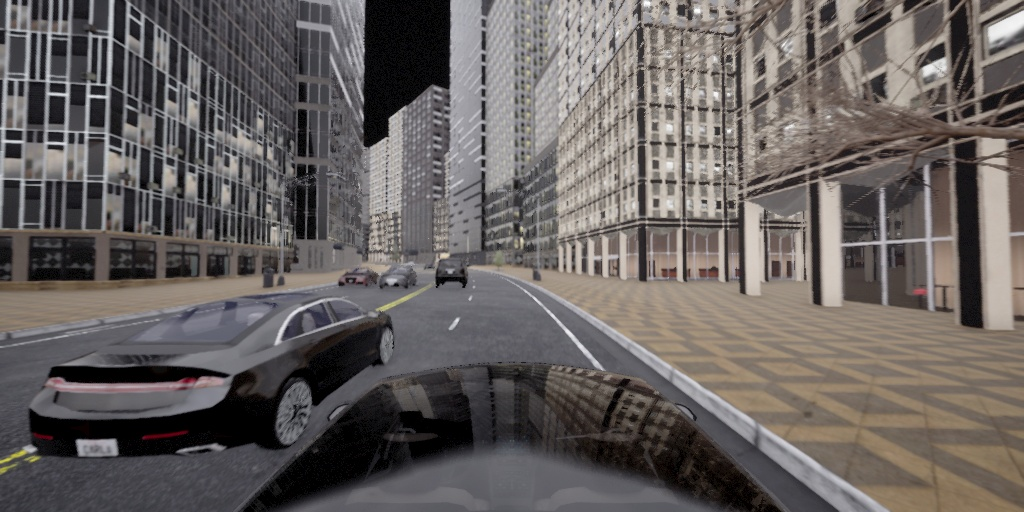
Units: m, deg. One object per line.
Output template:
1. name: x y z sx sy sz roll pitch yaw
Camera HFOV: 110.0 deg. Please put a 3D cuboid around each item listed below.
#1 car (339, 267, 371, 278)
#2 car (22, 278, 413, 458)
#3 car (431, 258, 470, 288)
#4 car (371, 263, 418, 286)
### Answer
1. car: -11.086 1.518 26.218 1.994 1.385 4.181 0 0 -6
2. car: -3.208 1.273 5.181 2.128 1.511 4.902 0 0 -1
3. car: -4.369 1.196 26.565 2.150 2.045 5.566 0 -1 -5
4. car: -7.642 1.439 24.456 2.128 1.511 4.902 0 -1 -6
